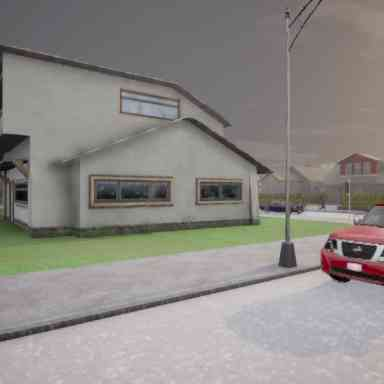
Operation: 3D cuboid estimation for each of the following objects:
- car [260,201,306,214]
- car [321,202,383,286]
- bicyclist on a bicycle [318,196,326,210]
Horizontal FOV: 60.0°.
[{"bbox_3d":[9.404,1.601,34.730,1.895,1.301,4.718,0,0,-35],"label":"car"},{"bbox_3d":[5.728,1.221,8.495,5.566,2.045,2.150,0,0,-33],"label":"car"},{"bbox_3d":[15.762,1.349,40.277,1.656,1.620,0.582,0,0,-35],"label":"bicyclist on a bicycle"}]
